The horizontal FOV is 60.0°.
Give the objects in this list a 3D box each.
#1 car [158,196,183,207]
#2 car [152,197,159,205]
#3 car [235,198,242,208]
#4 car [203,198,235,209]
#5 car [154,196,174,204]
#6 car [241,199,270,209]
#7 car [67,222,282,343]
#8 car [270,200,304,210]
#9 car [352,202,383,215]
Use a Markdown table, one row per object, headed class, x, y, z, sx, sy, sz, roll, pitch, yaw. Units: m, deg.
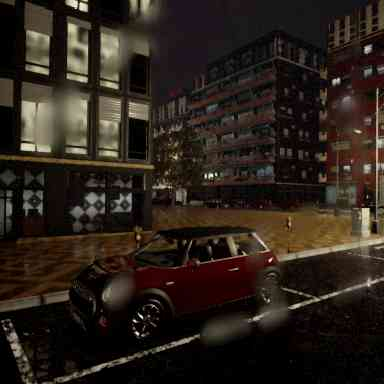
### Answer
| class | x | y | z | sx | sy | sz | roll | pitch | yaw |
| --- | --- | --- | --- | --- | --- | --- | --- | --- | --- |
| car | -3.217 | 1.733 | 55.076 | 1.887 | 1.381 | 4.507 | 1 | -1 | -35 |
| car | -6.482 | 1.763 | 59.712 | 1.887 | 1.381 | 4.507 | 1 | -1 | -35 |
| car | 6.903 | 1.725 | 55.261 | 1.967 | 1.590 | 4.097 | 1 | -1 | -35 |
| car | 3.314 | 1.677 | 45.803 | 2.008 | 1.369 | 4.403 | 1 | -1 | -35 |
| car | -6.158 | 1.724 | 73.807 | 2.192 | 1.841 | 5.009 | 1 | -1 | -35 |
| car | 10.168 | 1.799 | 50.625 | 1.887 | 1.381 | 4.507 | 1 | -1 | -35 |
| car | -0.200 | 1.441 | 6.395 | 4.097 | 1.590 | 1.967 | 0 | 1 | -35 |
| car | 13.433 | 1.806 | 45.988 | 1.802 | 1.307 | 4.206 | 1 | -1 | -35 |
| car | 19.964 | 1.729 | 36.716 | 1.947 | 1.339 | 4.313 | 1 | -1 | -35 |
